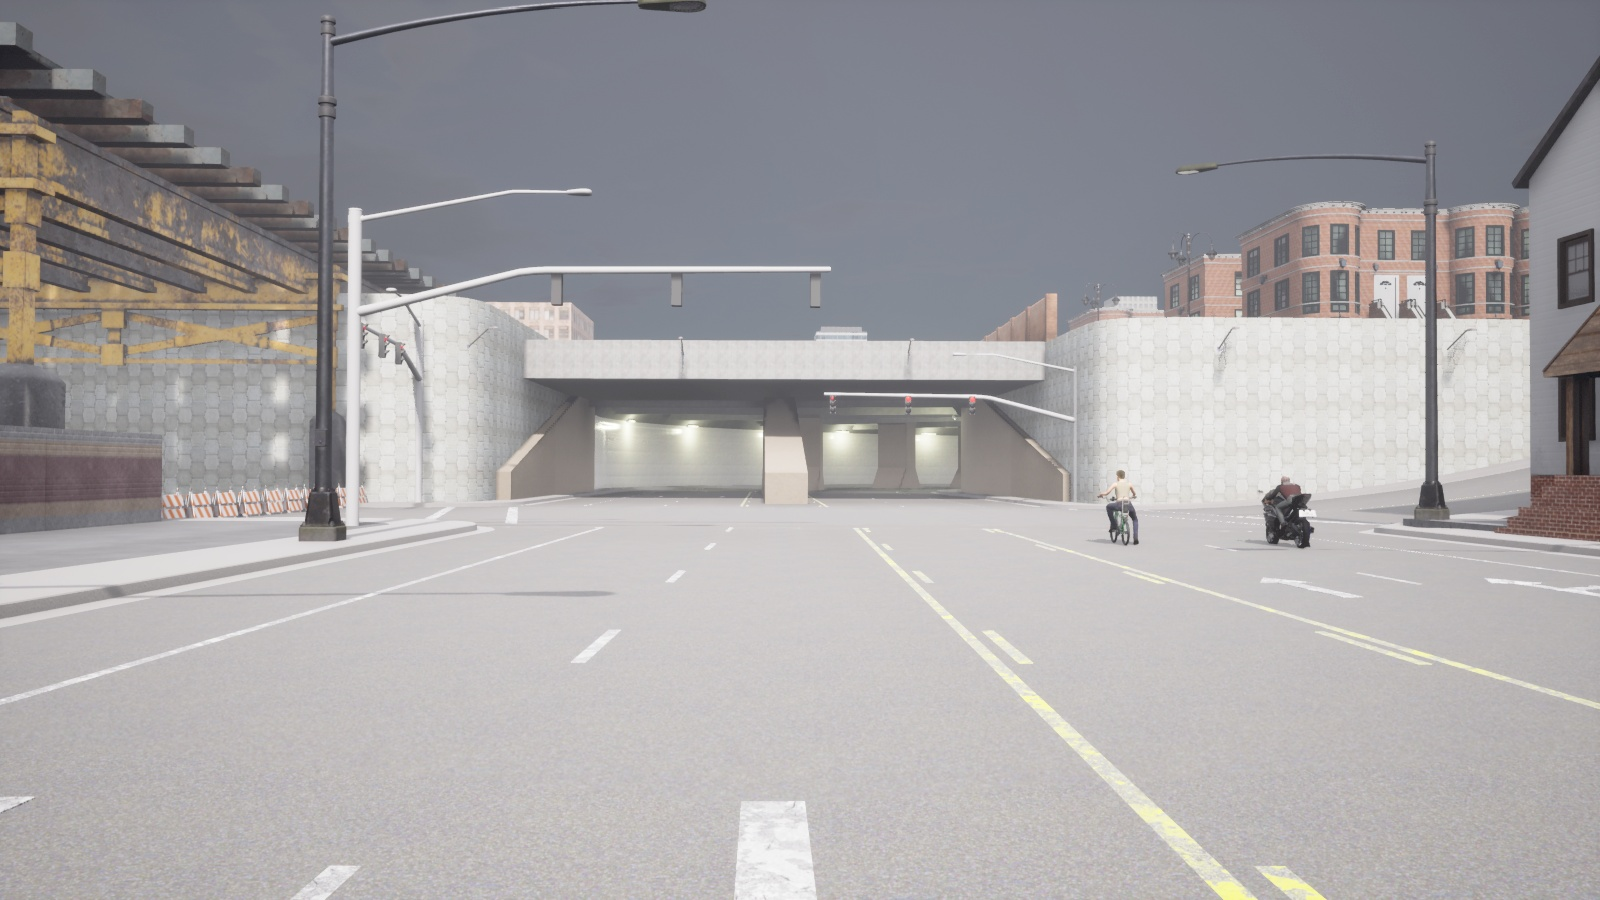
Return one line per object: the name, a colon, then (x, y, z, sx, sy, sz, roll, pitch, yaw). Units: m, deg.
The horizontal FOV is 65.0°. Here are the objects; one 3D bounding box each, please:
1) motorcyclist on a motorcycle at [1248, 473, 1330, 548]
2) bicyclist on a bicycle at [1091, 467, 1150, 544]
motorcyclist on a motorcycle: (10.422, 1.258, 26.851, 0.866, 1.530, 2.191, 0, -1, 0)
bicyclist on a bicycle: (6.927, 1.179, 27.175, 0.866, 1.612, 1.509, 0, -1, -1)
